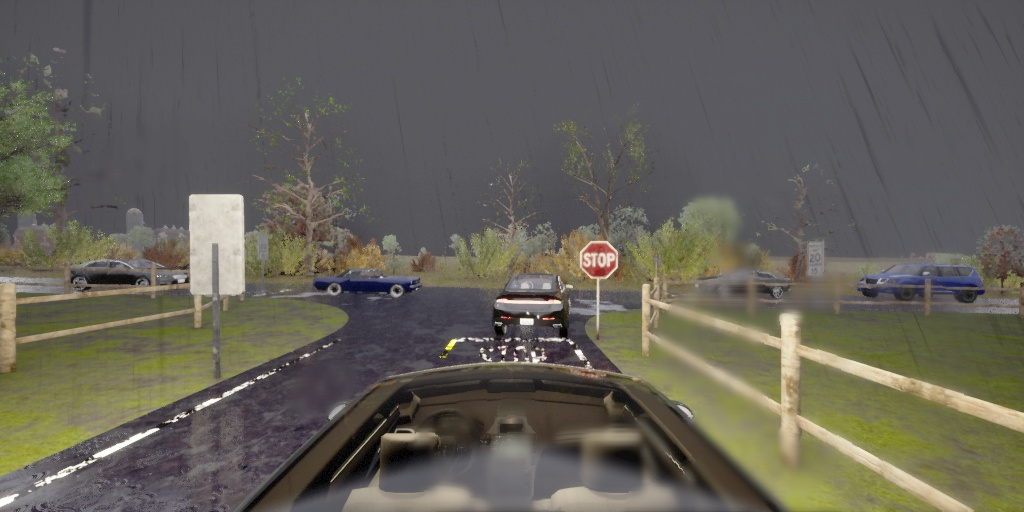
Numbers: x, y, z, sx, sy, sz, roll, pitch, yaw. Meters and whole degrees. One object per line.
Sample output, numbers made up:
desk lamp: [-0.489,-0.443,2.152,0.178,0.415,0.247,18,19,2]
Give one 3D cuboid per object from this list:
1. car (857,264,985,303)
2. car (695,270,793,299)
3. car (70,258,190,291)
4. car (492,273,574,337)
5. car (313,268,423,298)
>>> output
car: [22.968,1.467,20.251,5.566,2.045,2.150,1,1,0]
car: [13.020,1.525,20.271,4.902,1.511,2.128,1,1,0]
car: [-18.477,0.885,17.389,4.902,1.511,2.128,1,1,0]
car: [0.714,1.239,10.323,2.128,1.511,4.902,0,0,9]
car: [-6.809,1.248,17.361,4.718,1.301,1.895,1,1,0]
